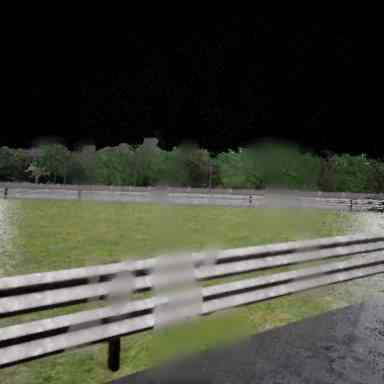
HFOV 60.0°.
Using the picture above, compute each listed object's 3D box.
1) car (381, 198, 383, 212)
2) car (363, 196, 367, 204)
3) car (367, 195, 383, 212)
[{"bbox_3d":[24.822,1.719,38.070,4.718,1.301,1.895,2,-2,11],"label":"car"},{"bbox_3d":[26.185,1.572,44.945,5.566,2.045,2.150,2,-1,11],"label":"car"},{"bbox_3d":[25.503,1.456,41.514,5.566,2.045,2.150,2,-1,11],"label":"car"}]
